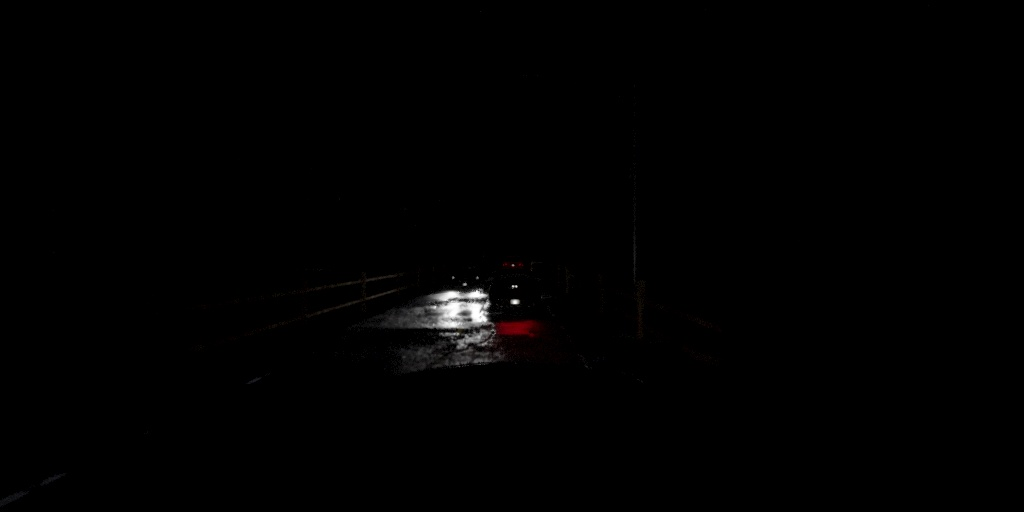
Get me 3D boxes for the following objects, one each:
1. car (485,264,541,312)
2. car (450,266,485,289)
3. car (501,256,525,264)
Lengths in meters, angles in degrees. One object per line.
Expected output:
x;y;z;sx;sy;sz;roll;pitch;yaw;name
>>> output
0.102;1.254;14.193;1.837;1.490;4.892;0;0;0;car
-2.747;1.352;23.189;1.895;1.301;4.718;0;0;0;car
0.107;0.978;36.947;2.150;2.045;5.566;0;0;0;car
